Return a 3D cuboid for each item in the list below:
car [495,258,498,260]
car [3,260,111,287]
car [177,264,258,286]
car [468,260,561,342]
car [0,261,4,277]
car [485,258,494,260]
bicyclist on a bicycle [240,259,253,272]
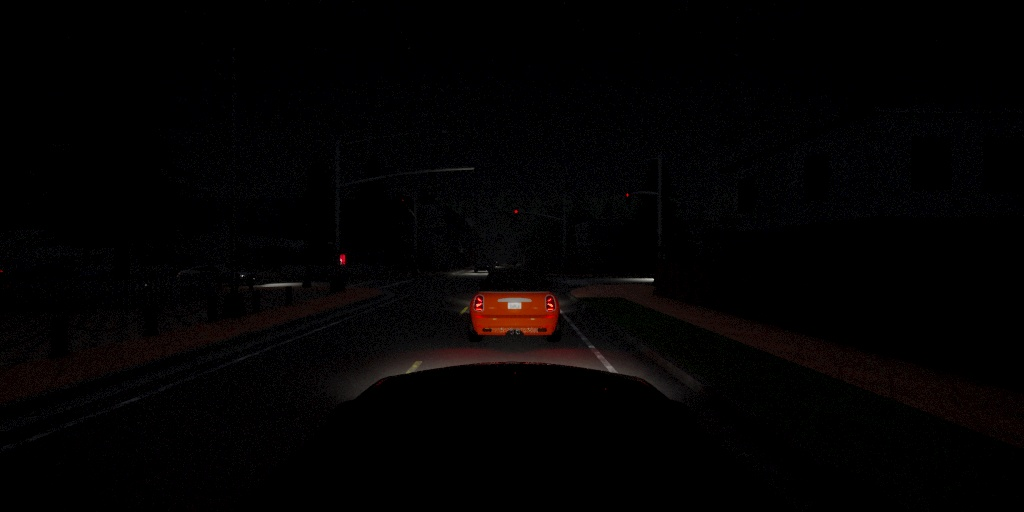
[{"bbox_3d":[-3.610,1.241,55.088,2.128,1.511,4.902,0,0,0],"label":"car"},{"bbox_3d":[-30.185,1.243,24.122,5.008,1.535,1.882,0,0,-1],"label":"car"},{"bbox_3d":[-20.005,1.291,24.435,4.674,1.442,1.812,0,0,-2],"label":"car"},{"bbox_3d":[0.069,1.102,9.944,2.097,1.767,4.553,0,0,0],"label":"car"},{"bbox_3d":[-41.941,1.329,27.452,4.181,1.385,1.994,0,0,-2],"label":"car"},{"bbox_3d":[-3.614,1.227,44.784,1.882,1.535,5.008,0,0,0],"label":"car"},{"bbox_3d":[-23.569,1.066,31.794,0.582,1.620,1.656,0,0,-2],"label":"bicyclist on a bicycle"}]
